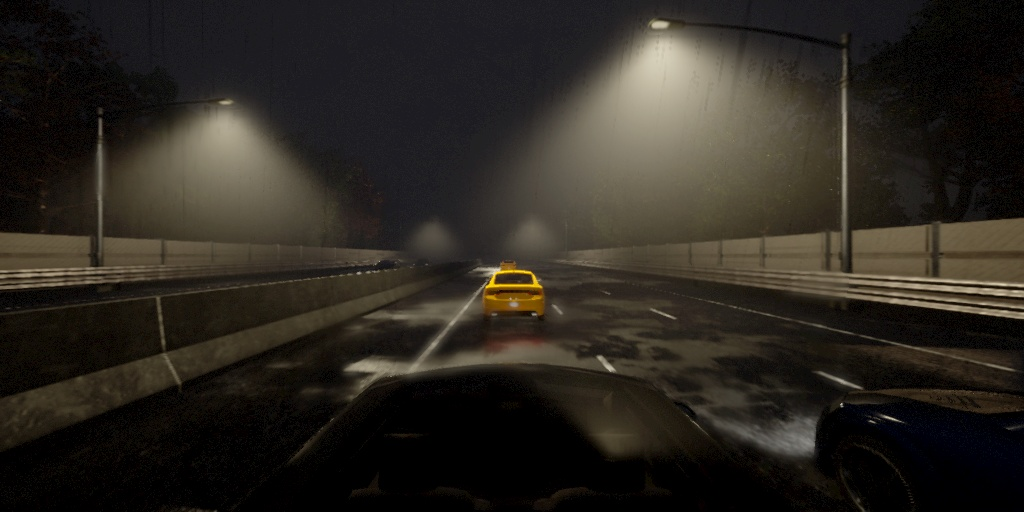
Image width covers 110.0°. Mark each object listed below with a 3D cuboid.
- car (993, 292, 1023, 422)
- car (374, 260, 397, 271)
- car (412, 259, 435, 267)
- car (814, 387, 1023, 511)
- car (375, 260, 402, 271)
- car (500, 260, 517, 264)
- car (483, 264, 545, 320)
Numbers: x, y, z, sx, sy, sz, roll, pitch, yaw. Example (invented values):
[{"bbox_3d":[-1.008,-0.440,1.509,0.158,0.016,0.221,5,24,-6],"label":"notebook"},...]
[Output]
[{"bbox_3d":[7.093,1.226,2.078,1.882,1.535,5.008,0,0,0],"label":"car"},{"bbox_3d":[-18.287,1.292,52.091,1.812,1.442,4.674,0,0,-1],"label":"car"},{"bbox_3d":[-11.138,1.118,45.321,2.097,1.767,4.553,0,0,-1],"label":"car"},{"bbox_3d":[3.592,1.313,1.336,1.994,1.385,4.181,0,0,0],"label":"car"},{"bbox_3d":[-14.582,1.329,42.952,1.994,1.385,4.181,0,0,-1],"label":"car"},{"bbox_3d":[-0.406,1.244,43.519,1.882,1.535,5.008,0,0,-1],"label":"car"},{"bbox_3d":[0.056,1.232,12.679,1.882,1.535,5.008,0,0,0],"label":"car"}]
